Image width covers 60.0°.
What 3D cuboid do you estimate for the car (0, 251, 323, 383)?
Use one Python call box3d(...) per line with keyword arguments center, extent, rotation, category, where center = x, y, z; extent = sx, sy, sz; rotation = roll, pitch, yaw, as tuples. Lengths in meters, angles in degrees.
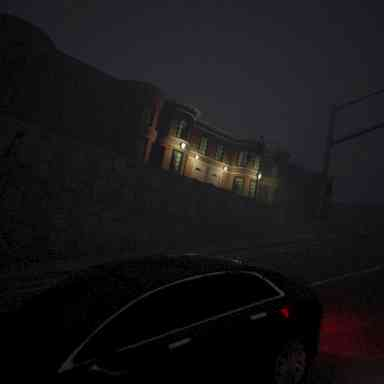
box3d(center=(-0.564, 1.513, 3.594), extent=(4.892, 1.490, 1.837), rotation=(0, 0, -36), category="car")
